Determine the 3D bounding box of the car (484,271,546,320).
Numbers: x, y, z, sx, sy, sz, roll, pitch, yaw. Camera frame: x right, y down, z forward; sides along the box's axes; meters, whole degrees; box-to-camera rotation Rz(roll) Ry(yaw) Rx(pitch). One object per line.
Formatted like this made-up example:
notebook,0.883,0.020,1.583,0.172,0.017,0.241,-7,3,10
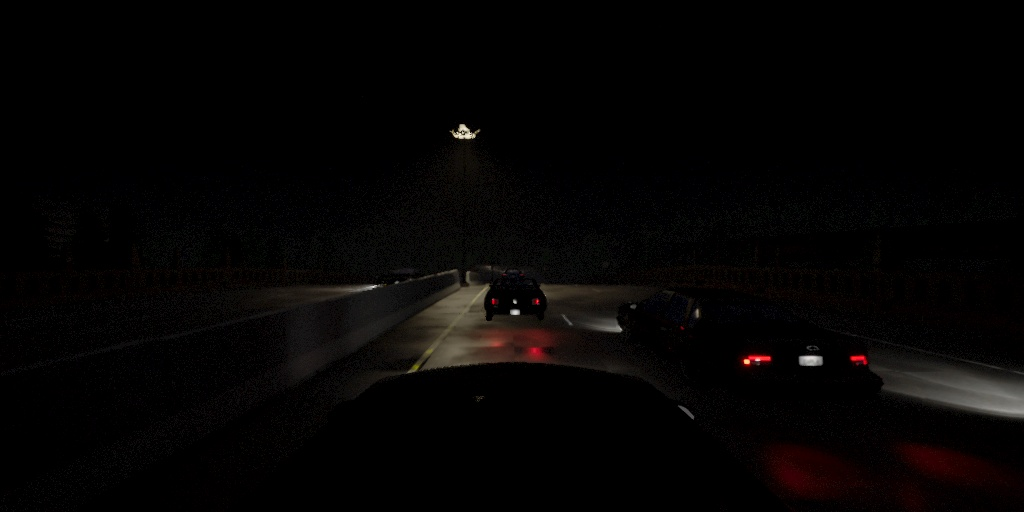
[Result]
car,0.099,1.394,12.891,1.895,1.301,4.718,0,0,0

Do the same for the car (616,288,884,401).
car,3.599,1.318,6.830,2.033,1.411,5.357,0,0,0

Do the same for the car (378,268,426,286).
car,-7.100,1.499,24.220,1.994,1.385,4.181,0,-2,0

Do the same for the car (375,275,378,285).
car,-10.600,1.906,32.208,1.895,1.301,4.718,0,-4,0

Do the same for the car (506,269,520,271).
car,0.095,1.837,31.711,1.994,1.385,4.181,0,-3,0
